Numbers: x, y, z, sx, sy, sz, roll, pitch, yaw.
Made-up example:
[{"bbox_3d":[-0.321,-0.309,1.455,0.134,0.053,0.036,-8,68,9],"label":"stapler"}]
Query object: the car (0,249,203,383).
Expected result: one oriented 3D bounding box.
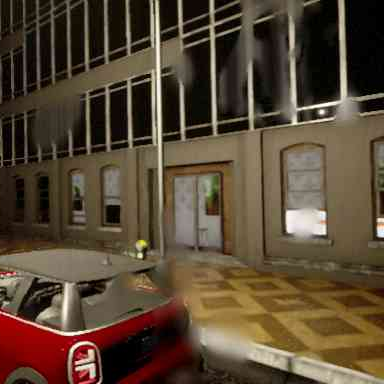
[{"bbox_3d":[-1.958,1.468,4.298,4.097,1.590,1.967,0,-1,36],"label":"car"}]
